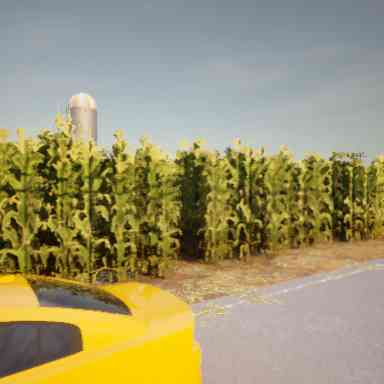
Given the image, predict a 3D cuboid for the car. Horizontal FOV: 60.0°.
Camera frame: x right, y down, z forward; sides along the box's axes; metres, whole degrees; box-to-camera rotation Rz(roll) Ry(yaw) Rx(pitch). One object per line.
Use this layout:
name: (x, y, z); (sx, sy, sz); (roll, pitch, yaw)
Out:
car: (-2.249, 1.479, 2.360); (5.008, 1.535, 1.882); (0, 0, -35)
